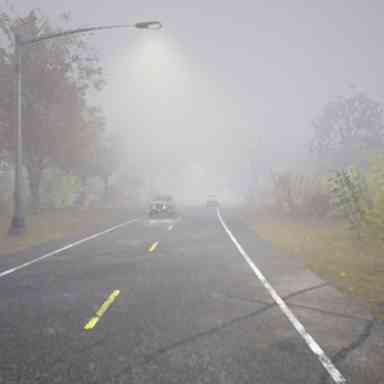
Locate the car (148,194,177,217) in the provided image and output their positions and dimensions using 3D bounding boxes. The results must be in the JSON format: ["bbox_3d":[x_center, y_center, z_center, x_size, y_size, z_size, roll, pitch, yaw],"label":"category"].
[{"bbox_3d":[-2.724,1.241,31.713,2.150,2.045,5.566,0,0,3],"label":"car"}]

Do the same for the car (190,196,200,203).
[{"bbox_3d":[0.725,1.581,71.723,2.128,1.511,4.902,0,0,7],"label":"car"}]

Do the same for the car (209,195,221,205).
[{"bbox_3d":[4.448,1.474,64.027,2.097,1.767,4.553,0,0,6],"label":"car"}]

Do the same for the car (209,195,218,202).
[{"bbox_3d":[5.368,1.581,80.987,1.837,1.490,4.892,0,0,8],"label":"car"}]

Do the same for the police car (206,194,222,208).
[{"bbox_3d":[3.002,1.495,48.304,1.930,1.638,5.238,0,0,5],"label":"police car"}]
